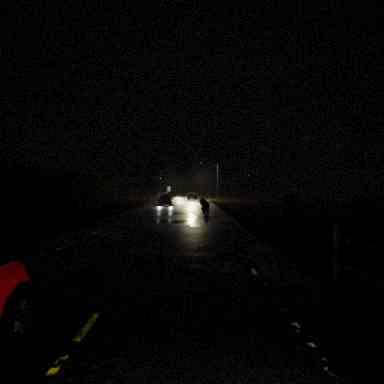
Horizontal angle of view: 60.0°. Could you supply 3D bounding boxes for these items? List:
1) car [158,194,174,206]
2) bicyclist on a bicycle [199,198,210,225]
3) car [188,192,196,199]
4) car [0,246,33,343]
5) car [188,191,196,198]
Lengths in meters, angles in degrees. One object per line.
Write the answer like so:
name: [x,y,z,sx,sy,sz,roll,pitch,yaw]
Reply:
car: [-3.559,1.109,45.718,1.837,1.490,4.892,0,1,0]
bicyclist on a bicycle: [0.966,1.382,22.516,0.582,1.620,1.656,0,0,0]
car: [0.001,0.773,71.109,1.837,1.490,4.892,0,1,0]
car: [-3.597,1.359,3.425,2.097,1.767,4.553,0,0,0]
car: [0.001,0.639,86.588,2.128,1.511,4.902,0,1,0]
